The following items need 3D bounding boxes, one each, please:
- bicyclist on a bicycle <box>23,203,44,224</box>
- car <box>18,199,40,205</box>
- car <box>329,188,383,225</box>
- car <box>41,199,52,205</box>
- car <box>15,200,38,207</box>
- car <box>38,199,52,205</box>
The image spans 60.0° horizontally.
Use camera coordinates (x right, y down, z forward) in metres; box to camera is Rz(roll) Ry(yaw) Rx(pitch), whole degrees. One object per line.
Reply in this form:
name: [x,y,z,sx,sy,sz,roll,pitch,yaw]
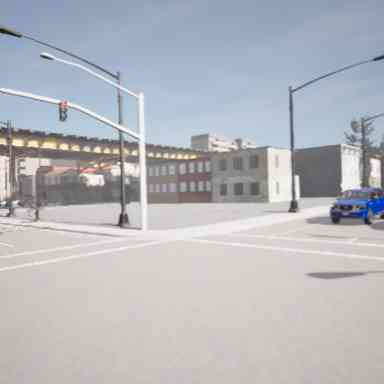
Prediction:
bicyclist on a bicycle: [-12.782,1.706,26.847,0.582,1.620,1.656,-2,0,41]
car: [-38.537,2.461,78.708,4.536,1.218,1.853,-2,0,13]
car: [10.599,0.802,20.944,2.150,2.045,5.566,-2,1,43]
car: [-34.871,2.354,79.598,1.853,1.218,4.536,-2,0,-17]
car: [-38.482,2.617,78.697,4.974,1.542,2.038,-2,0,13]
car: [-34.851,2.511,79.548,2.038,1.542,4.974,-2,0,-17]
